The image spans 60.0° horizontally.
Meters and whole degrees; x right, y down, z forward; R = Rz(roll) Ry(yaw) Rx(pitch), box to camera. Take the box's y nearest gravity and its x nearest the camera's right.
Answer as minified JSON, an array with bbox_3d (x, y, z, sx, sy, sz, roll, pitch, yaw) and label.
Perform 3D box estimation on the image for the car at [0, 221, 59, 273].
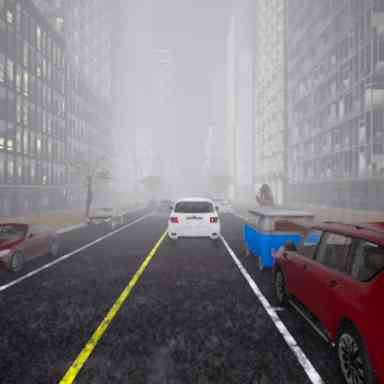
[{"bbox_3d":[-5.699,1.628,10.697,1.802,1.307,4.206,-1,0,0],"label":"car"}]

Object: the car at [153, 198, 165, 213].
[{"bbox_3d":[-3.100,1.674,39.339,1.837,1.490,4.892,0,0,0],"label":"car"}]

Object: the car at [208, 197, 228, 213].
[{"bbox_3d":[3.108,1.529,40.869,2.097,1.767,4.553,0,0,0],"label":"car"}]

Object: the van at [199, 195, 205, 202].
[{"bbox_3d":[2.669,1.723,90.270,1.690,1.788,3.998,-1,0,0],"label":"van"}]

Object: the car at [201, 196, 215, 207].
[{"bbox_3d":[2.673,1.556,56.169,2.192,1.841,5.009,-1,0,0],"label":"car"}]

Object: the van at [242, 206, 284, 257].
[{"bbox_3d":[2.679,1.388,10.700,1.690,1.788,3.998,-1,0,0],"label":"van"}]

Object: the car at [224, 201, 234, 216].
[{"bbox_3d":[3.145,1.672,33.898,1.812,1.442,4.674,0,0,0],"label":"car"}]

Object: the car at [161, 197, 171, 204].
[{"bbox_3d":[-5.708,1.877,73.217,1.947,1.339,4.313,-1,0,0],"label":"car"}]

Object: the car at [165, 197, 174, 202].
[{"bbox_3d":[-5.709,1.909,84.585,2.008,1.369,4.403,-1,0,0],"label":"car"}]

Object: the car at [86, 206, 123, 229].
[{"bbox_3d":[-5.701,1.646,22.065,2.008,1.369,4.403,-1,0,0],"label":"car"}]

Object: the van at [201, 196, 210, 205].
[{"bbox_3d":[2.672,1.629,67.536,1.690,1.788,3.998,-1,0,0],"label":"van"}]

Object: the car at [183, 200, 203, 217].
[{"bbox_3d":[0.091,1.623,33.624,1.882,1.535,5.008,0,0,0],"label":"car"}]

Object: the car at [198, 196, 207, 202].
[{"bbox_3d":[2.670,1.799,84.586,1.967,1.590,4.097,-1,0,0],"label":"car"}]

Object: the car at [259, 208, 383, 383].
[{"bbox_3d":[2.680,1.338,5.016,2.192,1.841,5.009,-1,0,0],"label":"car"}]

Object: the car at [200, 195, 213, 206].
[{"bbox_3d":[2.672,1.580,61.853,2.192,1.841,5.009,-1,0,0],"label":"car"}]

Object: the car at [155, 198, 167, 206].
[{"bbox_3d":[-5.706,1.789,61.680,1.752,1.417,4.829,-1,0,0],"label":"car"}]

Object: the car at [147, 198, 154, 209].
[{"bbox_3d":[-5.705,1.656,50.483,1.967,1.590,4.097,-1,0,0],"label":"car"}]

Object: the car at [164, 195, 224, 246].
[{"bbox_3d":[0.092,1.290,15.798,2.150,2.045,5.566,0,0,0],"label":"car"}]

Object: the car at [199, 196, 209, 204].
[{"bbox_3d":[2.672,1.752,73.219,1.967,1.590,4.097,-1,0,0],"label":"car"}]
